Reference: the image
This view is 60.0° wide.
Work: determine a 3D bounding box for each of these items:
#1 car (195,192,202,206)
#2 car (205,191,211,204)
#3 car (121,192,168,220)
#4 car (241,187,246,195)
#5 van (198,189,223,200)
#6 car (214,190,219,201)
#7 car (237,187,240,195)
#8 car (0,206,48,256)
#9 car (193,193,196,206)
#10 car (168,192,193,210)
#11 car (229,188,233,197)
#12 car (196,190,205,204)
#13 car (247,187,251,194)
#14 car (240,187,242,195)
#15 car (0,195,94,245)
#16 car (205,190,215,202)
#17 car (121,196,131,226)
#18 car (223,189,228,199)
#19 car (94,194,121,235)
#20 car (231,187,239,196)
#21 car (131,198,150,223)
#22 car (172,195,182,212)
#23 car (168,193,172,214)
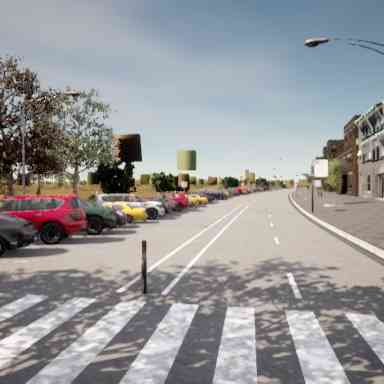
[{"bbox_3d":[-1.675,1.189,40.555,5.008,1.535,2.097,-1,1,-7],"label":"car"},{"bbox_3d":[-0.465,1.044,46.308,5.366,1.575,1.946,-1,1,-6],"label":"car"},{"bbox_3d":[-4.954,1.168,26.065,5.566,2.045,2.435,-1,0,-8],"label":"car"},{"bbox_3d":[9.888,-0.117,83.558,5.566,2.045,2.435,-1,1,-3],"label":"car"},{"bbox_3d":[2.532,0.526,57.822,4.442,1.987,1.878,-1,1,-5],"label":"van"},{"bbox_3d":[1.157,0.895,52.099,5.008,1.535,2.097,-1,1,-6],"label":"car"},{"bbox_3d":[8.256,0.138,77.869,4.553,1.767,2.185,-1,1,-4],"label":"car"},{"bbox_3d":[-7.979,1.438,11.496,4.892,1.521,2.231,-1,0,-9],"label":"car"},{"bbox_3d":[-2.370,1.257,37.668,4.892,1.521,2.231,-1,1,-7],"label":"car"},{"bbox_3d":[-3.066,1.061,34.755,5.566,2.045,2.435,-1,1,-7],"label":"car"},{"bbox_3d":[4.978,0.536,66.444,5.008,1.535,2.097,-1,1,-5],"label":"car"},{"bbox_3d":[-1.017,0.991,43.444,4.553,1.767,2.185,-1,1,-6],"label":"car"},{"bbox_3d":[12.737,-0.062,92.091,5.366,1.575,1.946,-1,1,-3],"label":"car"},{"bbox_3d":[9.066,0.238,80.727,4.674,1.452,2.002,-1,1,-4],"label":"car"},{"bbox_3d":[-7.435,1.187,14.407,5.566,2.045,2.435,-1,0,-9],"label":"car"},{"bbox_3d":[0.443,0.969,49.209,5.008,1.535,2.097,-1,1,-6],"label":"car"},{"bbox_3d":[-6.247,1.315,20.235,4.553,1.767,2.185,-1,0,-8],"label":"car"},{"bbox_3d":[3.408,0.677,60.720,5.008,1.535,2.097,-1,1,-5],"label":"car"},{"bbox_3d":[-6.790,1.188,17.339,5.566,2.045,2.435,-1,0,-9],"label":"car"},{"bbox_3d":[7.388,0.332,75.029,4.892,1.521,2.231,-1,1,-4],"label":"car"},{"bbox_3d":[-5.787,1.435,23.110,5.366,1.575,1.946,-1,0,-8],"label":"car"},{"bbox_3d":[-3.722,1.388,31.859,4.792,1.488,2.163,-1,1,-8],"label":"car"},{"bbox_3d":[-4.314,1.268,28.966,4.553,1.767,2.185,-1,1,-8],"label":"car"}]
